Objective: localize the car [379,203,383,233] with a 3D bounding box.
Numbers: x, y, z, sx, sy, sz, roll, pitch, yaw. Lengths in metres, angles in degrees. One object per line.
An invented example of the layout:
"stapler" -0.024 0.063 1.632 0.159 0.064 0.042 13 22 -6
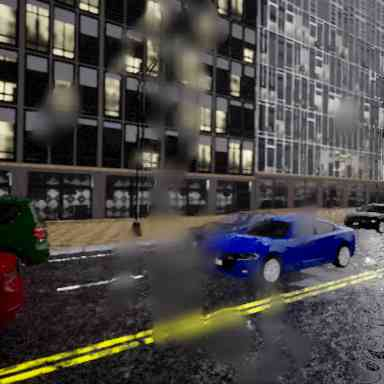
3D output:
"car" 11.393 1.174 15.592 5.566 2.045 2.150 0 1 -35

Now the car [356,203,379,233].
"car" 10.796 1.407 19.131 5.008 1.535 1.882 0 1 -35

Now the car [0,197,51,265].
"car" -6.121 1.144 7.339 5.566 2.045 2.150 0 0 -35

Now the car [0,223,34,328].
"car" -4.940 1.425 4.199 5.008 1.535 1.882 0 0 -35

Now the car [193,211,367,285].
"car" 2.687 1.430 9.523 5.008 1.535 1.882 0 0 -35

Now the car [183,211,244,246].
"car" 2.285 1.475 13.208 5.357 1.411 2.033 0 0 -35
